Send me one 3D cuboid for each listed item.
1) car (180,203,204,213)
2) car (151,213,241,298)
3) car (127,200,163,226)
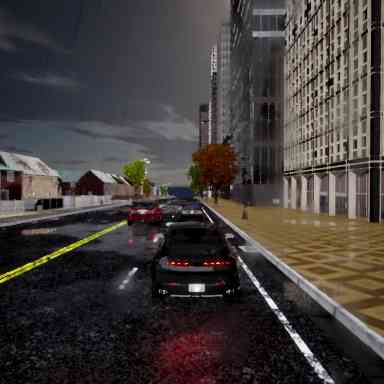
[{"bbox_3d":[-0.006,1.568,27.075,2.033,1.411,5.357,0,0,0],"label":"car"},{"bbox_3d":[0.070,1.506,8.499,1.837,1.490,4.892,0,0,0],"label":"car"},{"bbox_3d":[-3.242,1.368,23.870,2.097,1.767,4.553,0,0,0],"label":"car"}]
